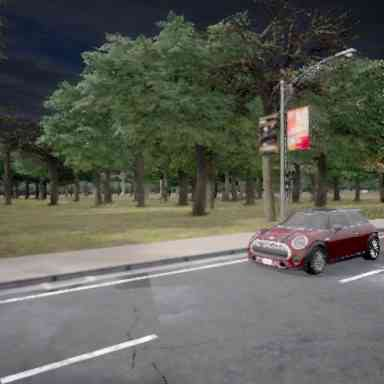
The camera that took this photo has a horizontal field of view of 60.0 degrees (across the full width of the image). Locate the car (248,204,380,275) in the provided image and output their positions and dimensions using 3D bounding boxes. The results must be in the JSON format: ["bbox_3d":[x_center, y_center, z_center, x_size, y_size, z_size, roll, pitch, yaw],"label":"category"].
[{"bbox_3d":[3.896,1.312,10.470,4.553,1.767,2.097,0,0,-36],"label":"car"}]
